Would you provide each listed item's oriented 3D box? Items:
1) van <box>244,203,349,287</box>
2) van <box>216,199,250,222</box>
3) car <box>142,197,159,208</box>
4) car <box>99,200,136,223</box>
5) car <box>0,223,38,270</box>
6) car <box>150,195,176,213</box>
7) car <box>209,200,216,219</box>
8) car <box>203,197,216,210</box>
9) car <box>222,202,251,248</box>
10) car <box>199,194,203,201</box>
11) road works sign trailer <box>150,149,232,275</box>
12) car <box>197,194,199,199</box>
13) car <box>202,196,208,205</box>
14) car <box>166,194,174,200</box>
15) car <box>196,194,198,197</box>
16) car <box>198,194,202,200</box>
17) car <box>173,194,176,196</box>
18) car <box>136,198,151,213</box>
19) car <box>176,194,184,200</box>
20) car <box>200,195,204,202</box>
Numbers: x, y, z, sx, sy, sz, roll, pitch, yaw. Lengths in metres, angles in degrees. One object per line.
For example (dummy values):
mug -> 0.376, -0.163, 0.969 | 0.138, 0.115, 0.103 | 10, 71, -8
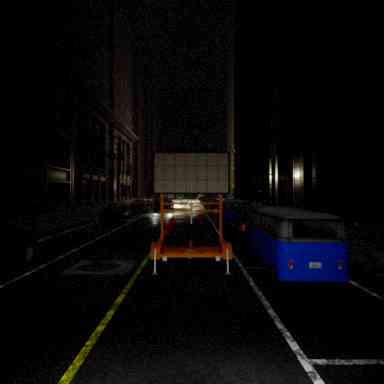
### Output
van -> 2.661, 1.341, 9.022 | 1.690, 1.788, 3.998 | 1, 0, 0
van -> 2.641, 1.338, 20.272 | 1.690, 1.788, 3.998 | 1, 0, 0
car -> -5.937, 1.500, 48.203 | 1.752, 1.417, 4.829 | 1, 0, 0
car -> -5.897, 1.538, 25.876 | 1.887, 1.381, 4.507 | 1, 0, 0
car -> -5.867, 1.545, 9.003 | 1.887, 1.381, 4.507 | 1, 0, 0
car -> -3.169, 1.463, 37.323 | 1.882, 1.535, 5.008 | 0, 0, 0
car -> 2.628, 1.544, 25.896 | 2.008, 1.369, 4.403 | 1, 0, 0
car -> 2.608, 1.537, 37.146 | 2.008, 1.369, 4.403 | 1, 0, 0
car -> 2.650, 1.439, 14.646 | 1.967, 1.590, 4.097 | 1, 0, 0
car -> 2.578, 1.513, 54.019 | 1.887, 1.381, 4.507 | 1, 0, 0
road works sign trailer -> -0.019, 0.464, 10.477 | 2.380, 3.560, 2.880 | 0, 0, 0
car -> 2.557, 1.517, 65.270 | 1.947, 1.339, 4.313 | 1, 0, 0
car -> 2.598, 1.526, 42.770 | 1.887, 1.381, 4.507 | 1, 0, 0
car -> -6.018, 1.341, 93.369 | 1.967, 1.590, 4.097 | 1, 0, 0
car -> 2.527, 1.466, 82.143 | 1.887, 1.381, 4.507 | 1, 0, 0
car -> 2.567, 1.505, 59.644 | 1.887, 1.381, 4.507 | 1, 0, 0
car -> -6.010, 1.477, 87.745 | 1.947, 1.339, 4.313 | 1, 0, 0
car -> -5.917, 1.537, 37.125 | 2.008, 1.369, 4.403 | 1, 0, 0
car -> -3.165, 1.280, 90.506 | 2.097, 1.767, 4.553 | 0, 0, 0
car -> 2.588, 1.520, 48.394 | 1.887, 1.381, 4.507 | 1, 0, 0
